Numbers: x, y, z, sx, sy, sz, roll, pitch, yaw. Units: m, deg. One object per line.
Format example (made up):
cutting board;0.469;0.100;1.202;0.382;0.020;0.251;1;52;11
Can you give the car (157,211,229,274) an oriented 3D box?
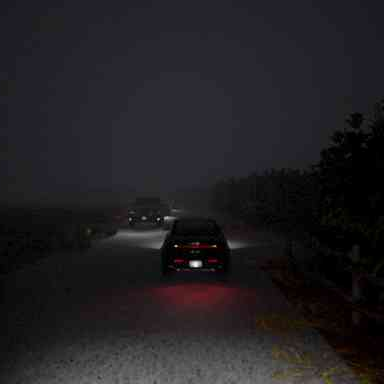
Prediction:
car;0.095;1.558;10.752;1.837;1.490;4.892;0;0;0

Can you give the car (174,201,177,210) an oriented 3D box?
car;-3.152;1.750;46.572;1.812;1.442;4.674;0;0;1

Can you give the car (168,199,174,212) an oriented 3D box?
car;-3.194;1.728;34.060;1.994;1.385;4.181;0;0;0

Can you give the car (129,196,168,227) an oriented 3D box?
car;-3.158;1.338;24.099;2.150;2.045;5.566;0;0;-2
